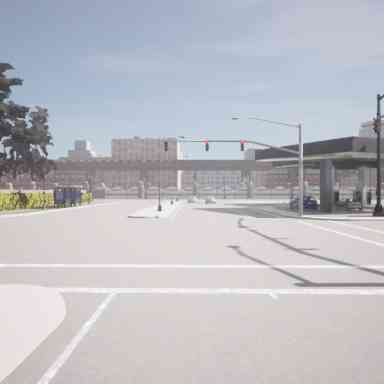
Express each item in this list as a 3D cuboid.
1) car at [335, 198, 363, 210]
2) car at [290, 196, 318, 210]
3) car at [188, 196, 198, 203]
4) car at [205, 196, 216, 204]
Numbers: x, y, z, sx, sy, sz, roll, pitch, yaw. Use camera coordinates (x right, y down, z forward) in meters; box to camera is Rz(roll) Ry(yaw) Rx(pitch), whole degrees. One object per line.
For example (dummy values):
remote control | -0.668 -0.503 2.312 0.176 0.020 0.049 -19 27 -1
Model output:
car | 19.009 1.456 40.407 1.970 1.475 3.806 0 0 0
car | 13.263 1.295 39.652 2.242 1.667 4.611 0 0 0
car | 0.192 1.525 66.125 1.812 1.442 4.674 0 0 0
car | 3.585 1.525 64.340 1.812 1.442 4.674 0 0 0
